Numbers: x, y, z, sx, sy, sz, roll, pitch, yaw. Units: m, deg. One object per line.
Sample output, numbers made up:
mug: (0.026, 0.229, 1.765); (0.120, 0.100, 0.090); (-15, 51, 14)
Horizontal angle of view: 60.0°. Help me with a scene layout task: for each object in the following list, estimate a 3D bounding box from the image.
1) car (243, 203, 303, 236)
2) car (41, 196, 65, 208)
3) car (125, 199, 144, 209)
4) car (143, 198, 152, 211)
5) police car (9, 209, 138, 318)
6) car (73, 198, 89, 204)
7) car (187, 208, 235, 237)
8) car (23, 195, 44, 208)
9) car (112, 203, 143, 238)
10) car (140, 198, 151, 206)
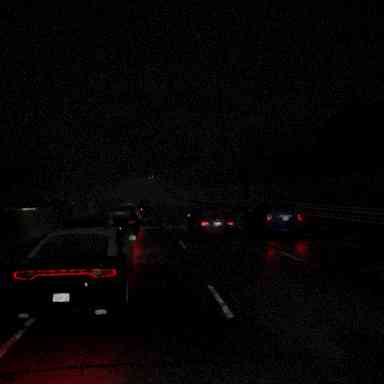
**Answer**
car: (4.377, 1.373, 18.704); (2.097, 1.767, 4.553); (0, 0, -8)
car: (-21.601, 1.784, 52.729); (2.033, 1.411, 5.357); (0, -1, -7)
car: (-4.514, 1.498, 23.629); (1.801, 1.575, 5.366); (0, 0, -8)
car: (-6.236, 1.711, 44.379); (2.033, 1.411, 5.357); (0, 0, -7)
police car: (-2.358, 1.426, 7.681); (1.930, 1.638, 5.238); (0, 0, -8)
car: (-18.412, 1.760, 55.309); (1.837, 1.490, 4.892); (0, -1, -8)
car: (0.902, 1.568, 18.275); (2.033, 1.411, 5.357); (0, 0, -8)
car: (-25.229, 1.471, 53.540); (2.150, 2.045, 5.566); (0, -1, -7)
car: (-3.684, 1.546, 17.490); (1.812, 1.442, 4.674); (0, 0, -8)
car: (-8.684, 1.867, 62.324); (1.994, 1.385, 4.181); (0, -1, -8)
